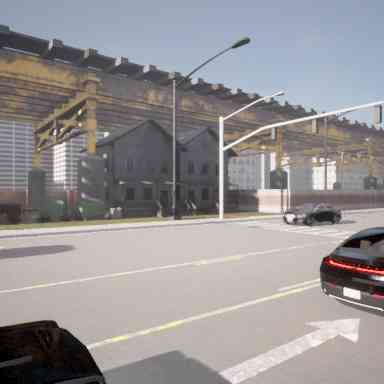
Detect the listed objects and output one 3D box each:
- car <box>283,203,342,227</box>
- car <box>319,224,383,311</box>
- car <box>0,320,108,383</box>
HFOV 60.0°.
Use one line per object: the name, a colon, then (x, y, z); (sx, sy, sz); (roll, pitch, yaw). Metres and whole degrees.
car: (8.279, 1.491, 22.755); (4.902, 1.511, 2.128); (0, 0, -35)
car: (4.741, 1.505, 7.147); (4.892, 1.490, 1.837); (0, 0, -35)
car: (-2.791, 1.601, 1.758); (4.718, 1.301, 1.895); (0, 0, -35)
